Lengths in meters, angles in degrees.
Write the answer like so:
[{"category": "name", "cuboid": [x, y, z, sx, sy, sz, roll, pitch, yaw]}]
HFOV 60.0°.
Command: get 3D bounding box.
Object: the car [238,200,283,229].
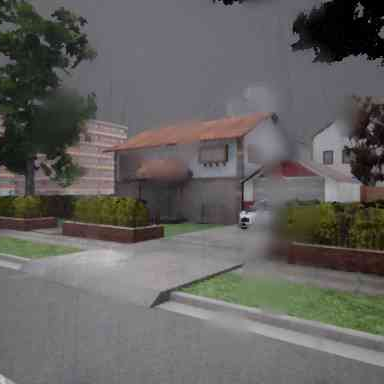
[{"category": "car", "cuboid": [4.004, 1.168, 17.454, 1.970, 1.475, 3.806, 0, 0, 36]}]
